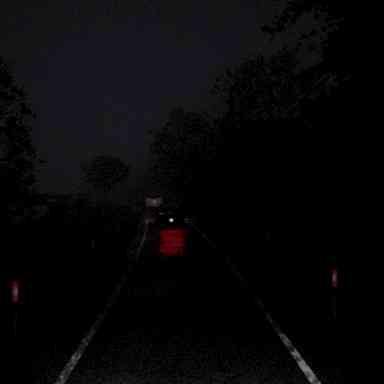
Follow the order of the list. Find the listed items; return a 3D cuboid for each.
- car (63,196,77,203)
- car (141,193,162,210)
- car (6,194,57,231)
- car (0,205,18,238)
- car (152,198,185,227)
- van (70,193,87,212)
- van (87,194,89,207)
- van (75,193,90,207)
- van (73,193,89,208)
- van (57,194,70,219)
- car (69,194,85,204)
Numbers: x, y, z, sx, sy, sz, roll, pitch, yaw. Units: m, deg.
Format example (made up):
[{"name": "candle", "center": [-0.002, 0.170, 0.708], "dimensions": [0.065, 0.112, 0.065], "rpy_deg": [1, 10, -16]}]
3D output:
[{"name": "car", "center": [-28.699, 1.849, 78.167], "dimensions": [2.231, 1.521, 4.892], "rpy_deg": [2, -2, -28]}, {"name": "car", "center": [-4.872, 1.088, 40.341], "dimensions": [2.150, 2.045, 5.566], "rpy_deg": [0, 1, -13]}, {"name": "car", "center": [-10.233, 1.158, 19.909], "dimensions": [2.435, 2.045, 5.566], "rpy_deg": [1, -1, -8]}, {"name": "car", "center": [-9.748, 1.458, 14.368], "dimensions": [2.002, 1.452, 4.674], "rpy_deg": [0, -1, -5]}, {"name": "car", "center": [-1.567, 1.444, 22.565], "dimensions": [1.837, 1.490, 4.892], "rpy_deg": [0, 0, -7]}, {"name": "van", "center": [-12.877, 1.173, 36.381], "dimensions": [1.878, 1.987, 4.442], "rpy_deg": [1, -1, -14]}, {"name": "van", "center": [-14.187, 1.189, 41.805], "dimensions": [1.878, 1.987, 4.442], "rpy_deg": [1, -1, -15]}, {"name": "van", "center": [-17.351, 1.256, 52.533], "dimensions": [1.878, 1.987, 4.442], "rpy_deg": [2, -2, -21]}, {"name": "van", "center": [-15.676, 1.217, 47.195], "dimensions": [1.878, 1.987, 4.442], "rpy_deg": [1, -1, -16]}, {"name": "van", "center": [-10.906, 1.173, 25.370], "dimensions": [1.878, 1.987, 4.442], "rpy_deg": [1, -1, -10]}, {"name": "car", "center": [-23.599, 1.420, 68.183], "dimensions": [2.435, 2.045, 5.566], "rpy_deg": [2, -2, -25]}]
